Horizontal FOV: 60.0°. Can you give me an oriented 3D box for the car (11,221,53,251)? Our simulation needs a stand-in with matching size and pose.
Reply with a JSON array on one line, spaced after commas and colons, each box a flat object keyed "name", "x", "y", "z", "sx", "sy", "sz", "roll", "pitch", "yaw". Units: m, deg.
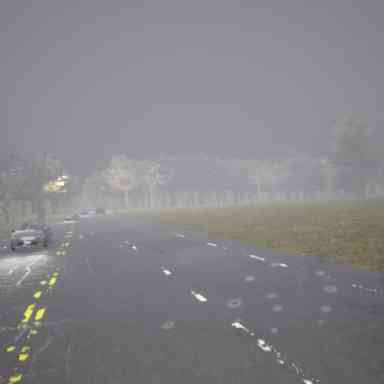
[{"name": "car", "x": -9.510, "y": 2.523, "z": 19.998, "sx": 2.128, "sy": 1.511, "sz": 4.902, "roll": -3, "pitch": -2, "yaw": -18}]

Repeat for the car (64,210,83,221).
[{"name": "car", "x": -20.470, "y": 4.110, "z": 56.554, "sx": 2.128, "sy": 1.511, "sz": 4.902, "roll": -3, "pitch": -1, "yaw": -12}]

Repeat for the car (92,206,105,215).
[{"name": "car", "x": -22.582, "y": 4.514, "z": 81.535, "sx": 2.150, "sy": 2.045, "sz": 5.566, "roll": -3, "pitch": -1, "yaw": -18}]

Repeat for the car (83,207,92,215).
[{"name": "car", "x": -26.414, "y": 5.114, "z": 82.027, "sx": 1.895, "sy": 1.301, "sz": 4.718, "roll": -3, "pitch": -1, "yaw": -18}]
